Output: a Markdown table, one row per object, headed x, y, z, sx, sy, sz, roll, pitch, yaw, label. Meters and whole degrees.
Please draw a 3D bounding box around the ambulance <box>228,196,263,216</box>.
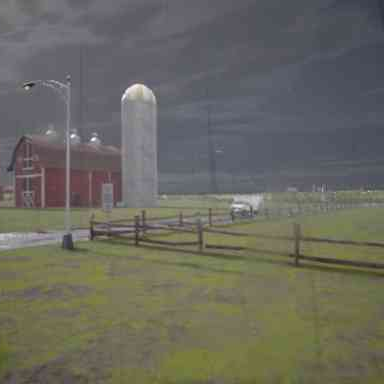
| x | y | z | sx | sy | sz | roll | pitch | yaw | label |
| --- | --- | --- | --- | --- | --- | --- | --- | --- | --- |
| 6.939 | 1.771 | 42.974 | 2.351 | 2.431 | 6.366 | -1 | -1 | 35 | ambulance |
